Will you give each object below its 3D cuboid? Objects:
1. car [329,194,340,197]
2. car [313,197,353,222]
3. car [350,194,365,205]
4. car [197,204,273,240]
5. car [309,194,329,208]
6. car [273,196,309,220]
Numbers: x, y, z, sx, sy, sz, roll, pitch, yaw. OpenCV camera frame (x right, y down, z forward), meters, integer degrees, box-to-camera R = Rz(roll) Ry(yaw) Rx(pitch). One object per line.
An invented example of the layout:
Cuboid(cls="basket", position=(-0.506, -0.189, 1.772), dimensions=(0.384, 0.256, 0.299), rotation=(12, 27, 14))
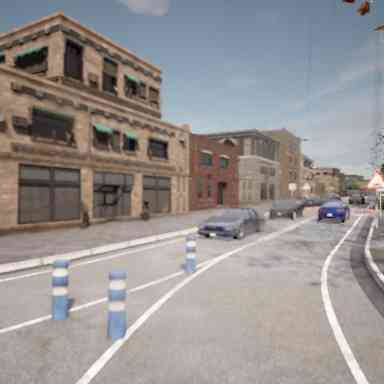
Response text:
Cuboid(cls="car", position=(20.845, 1.006, 49.306), dimensions=(1.837, 1.490, 4.892), rotation=(0, 0, 30))
Cuboid(cls="car", position=(10.503, 1.361, 24.592), dimensions=(1.812, 1.442, 4.674), rotation=(0, 1, 30))
Cuboid(cls="car", position=(23.180, 1.015, 46.787), dimensions=(2.128, 1.511, 4.902), rotation=(0, 1, 30))
Cuboid(cls="car", position=(2.249, 1.489, 17.132), dimensions=(2.033, 1.411, 5.357), rotation=(0, 1, 30))
Cuboid(cls="car", position=(13.342, 1.101, 36.434), dimensions=(1.994, 1.385, 4.181), rotation=(0, -6, 29))
Cuboid(cls="car", position=(7.598, 1.299, 26.439), dimensions=(1.882, 1.535, 5.008), rotation=(0, 1, 30))
